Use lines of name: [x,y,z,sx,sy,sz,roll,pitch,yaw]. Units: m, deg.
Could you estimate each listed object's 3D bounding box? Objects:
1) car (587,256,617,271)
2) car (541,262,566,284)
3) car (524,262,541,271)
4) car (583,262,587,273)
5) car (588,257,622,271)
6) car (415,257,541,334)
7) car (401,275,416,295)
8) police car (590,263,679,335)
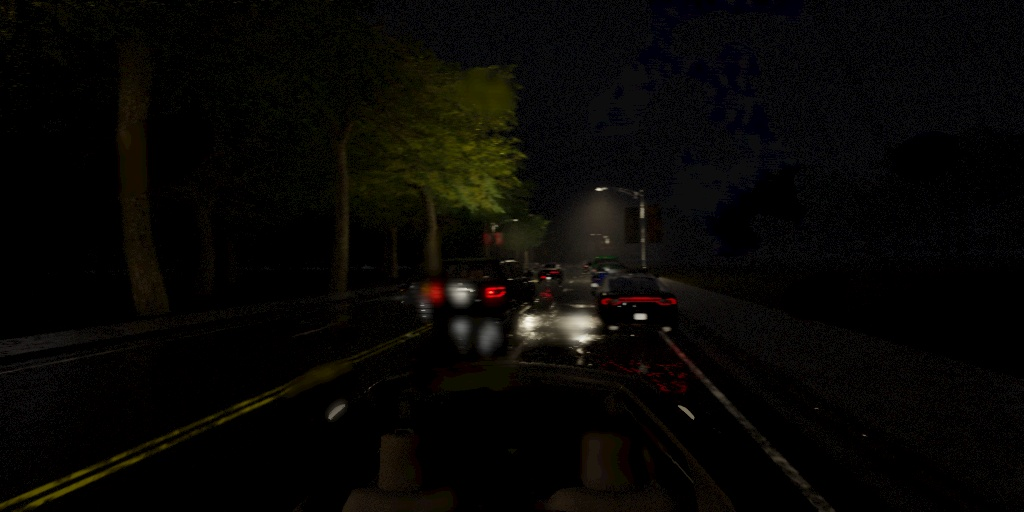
car: [6.800,1.020,26.141,2.150,2.045,5.566,-2,-1,12]
car: [3.246,1.415,29.169,1.837,1.490,4.892,-2,-1,12]
car: [3.630,1.802,62.171,2.033,1.411,5.357,-2,-1,13]
car: [10.206,1.422,46.284,1.837,1.490,4.892,-2,0,13]
car: [5.515,1.124,20.218,2.097,1.767,4.553,-2,-1,12]
car: [-0.650,1.069,11.287,2.150,2.045,5.566,-2,0,12]
car: [-5.113,1.617,22.239,1.994,1.385,4.181,-2,-1,12]
police car: [3.423,1.167,10.582,1.930,1.638,5.238,-2,-1,12]
